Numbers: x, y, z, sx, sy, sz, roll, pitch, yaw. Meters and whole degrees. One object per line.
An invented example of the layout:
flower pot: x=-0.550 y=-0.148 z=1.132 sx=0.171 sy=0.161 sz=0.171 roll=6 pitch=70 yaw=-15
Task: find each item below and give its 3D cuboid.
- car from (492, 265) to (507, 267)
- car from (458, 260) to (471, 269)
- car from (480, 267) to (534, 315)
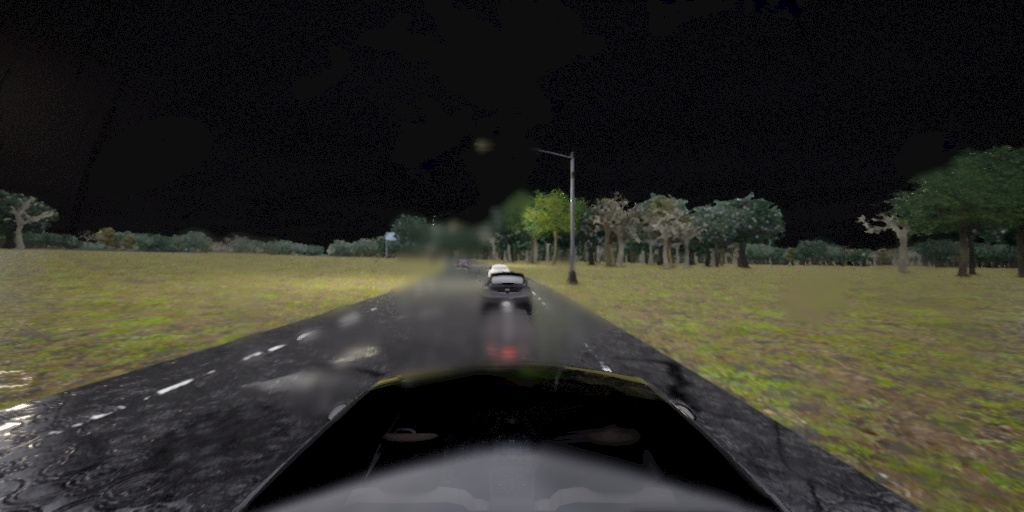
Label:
car: x=-1.032 y=1.454 z=29.899 sx=1.812 sy=1.442 sz=4.674 roll=0 pitch=0 yaw=-4
car: x=-7.701 y=1.411 z=58.077 sx=1.994 sy=1.385 sz=4.181 roll=0 pitch=0 yaw=-8
car: x=-0.200 y=1.375 z=14.208 sx=1.837 sy=1.490 sz=4.892 roll=0 pitch=0 yaw=-1
